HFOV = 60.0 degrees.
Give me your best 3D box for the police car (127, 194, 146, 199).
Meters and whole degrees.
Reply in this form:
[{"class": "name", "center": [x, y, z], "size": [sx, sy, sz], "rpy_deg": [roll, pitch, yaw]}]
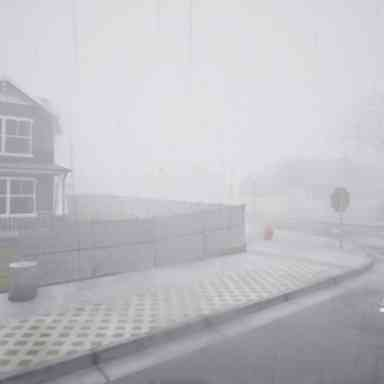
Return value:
[{"class": "police car", "center": [-7.807, 1.084, 47.169], "size": [1.930, 1.638, 5.238], "rpy_deg": [1, 0, -43]}]
